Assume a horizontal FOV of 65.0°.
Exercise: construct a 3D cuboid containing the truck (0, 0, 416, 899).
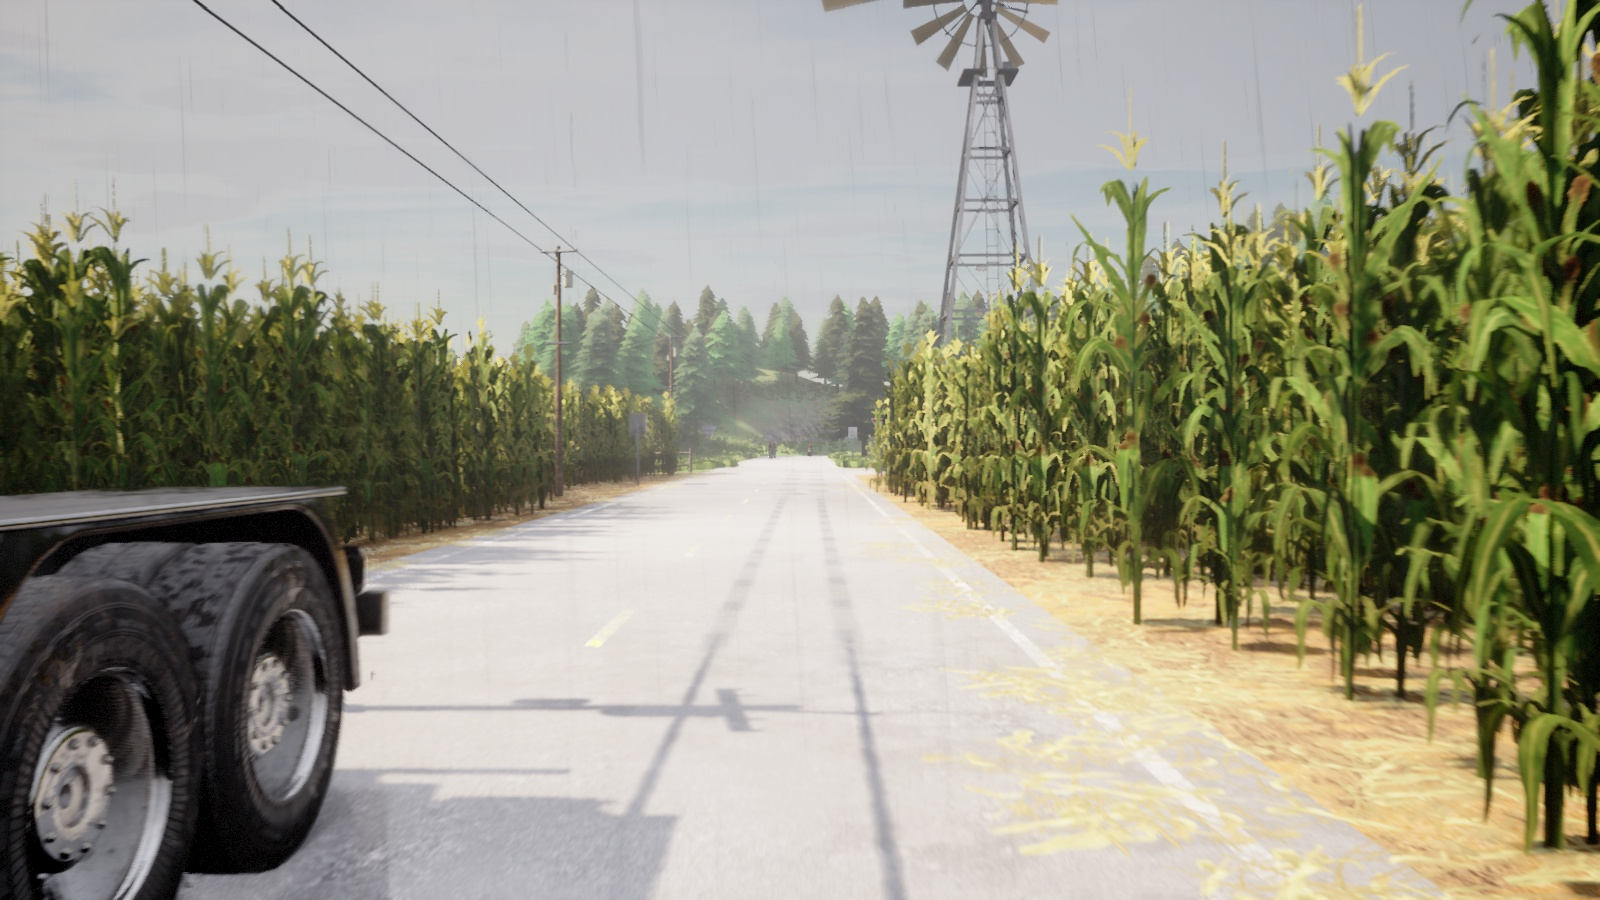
[{"bbox_3d":[-3.175,-0.247,1.614,2.891,3.462,7.936,0,0,0],"label":"truck"}]
